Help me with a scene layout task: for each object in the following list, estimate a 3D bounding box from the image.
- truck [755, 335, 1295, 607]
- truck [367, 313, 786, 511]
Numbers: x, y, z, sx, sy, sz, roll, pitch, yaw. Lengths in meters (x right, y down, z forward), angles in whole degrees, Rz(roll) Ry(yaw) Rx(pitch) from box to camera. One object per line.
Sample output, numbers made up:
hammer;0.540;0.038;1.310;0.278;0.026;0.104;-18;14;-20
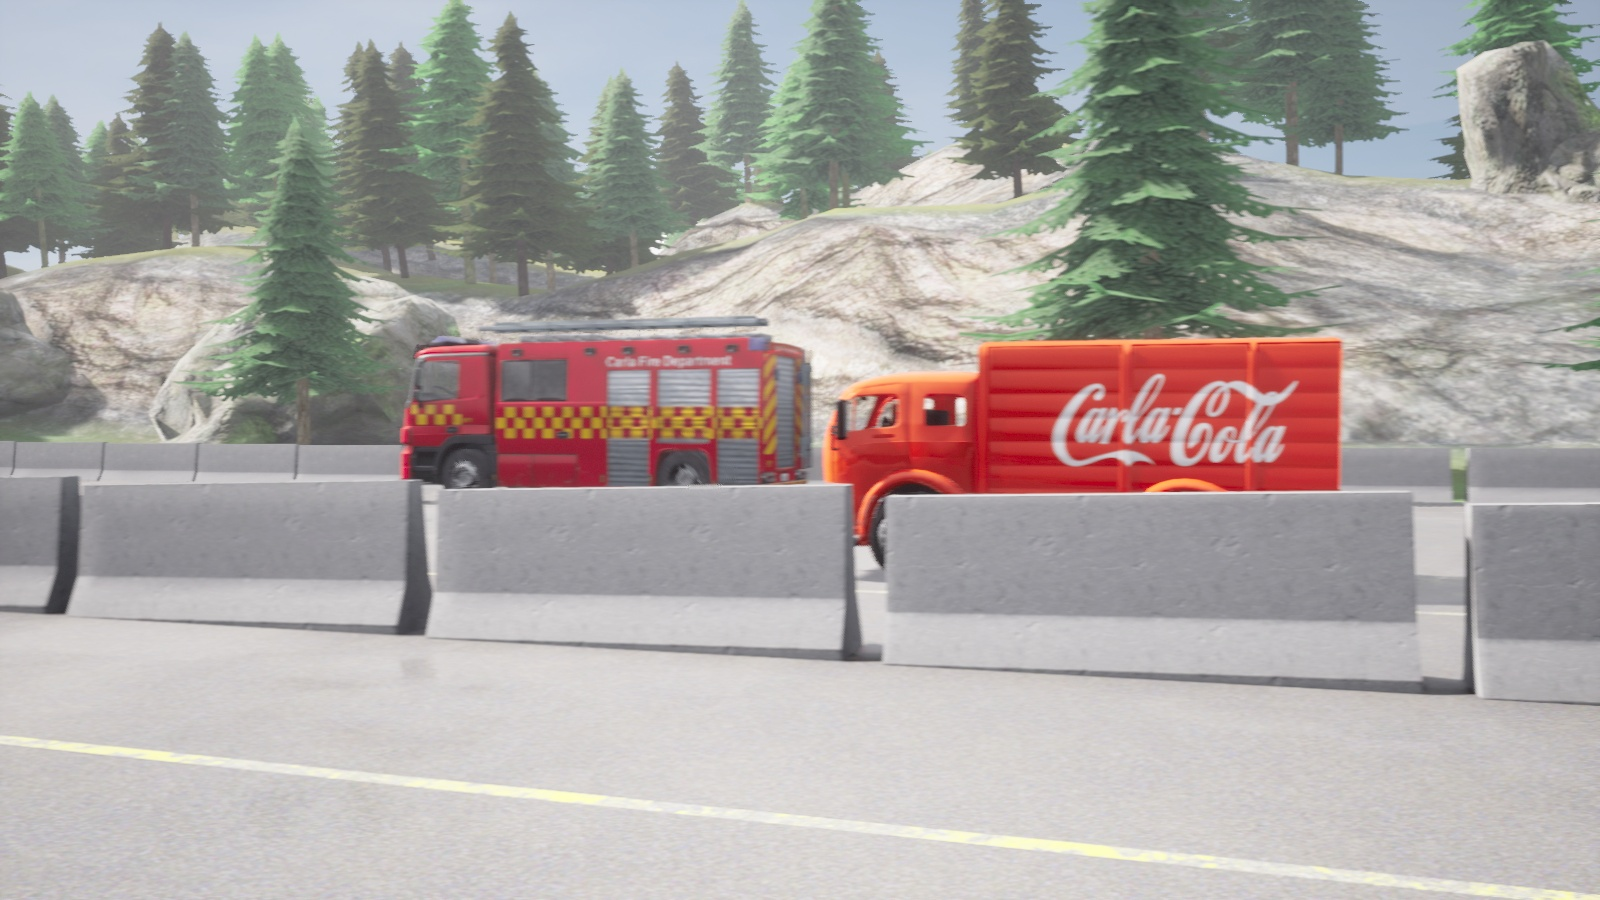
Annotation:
truck;2.422;0.141;13.449;5.204;2.467;2.627;1;1;19
truck;-4.799;-0.812;26.945;8.468;3.827;2.891;1;1;19
